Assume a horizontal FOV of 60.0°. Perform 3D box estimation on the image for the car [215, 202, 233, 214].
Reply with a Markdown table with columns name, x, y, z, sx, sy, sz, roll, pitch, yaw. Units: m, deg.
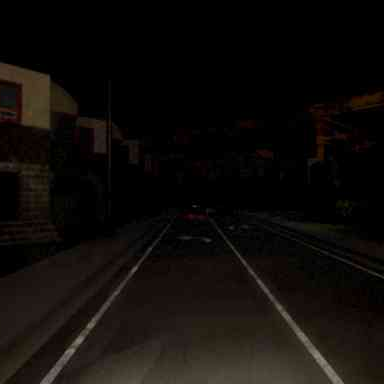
| name | x | y | z | sx | sy | sz | roll | pitch | yaw |
| --- | --- | --- | --- | --- | --- | --- | --- | --- | --- |
| car | 4.203 | 2.035 | 43.221 | 2.033 | 1.411 | 5.357 | 0 | -1 | 12 |

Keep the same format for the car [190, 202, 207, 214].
| name | x | y | z | sx | sy | sz | roll | pitch | yaw |
| --- | --- | --- | --- | --- | --- | --- | --- | --- | --- |
| car | 0.899 | 1.976 | 42.906 | 2.128 | 1.511 | 4.902 | 0 | -1 | 6 |
